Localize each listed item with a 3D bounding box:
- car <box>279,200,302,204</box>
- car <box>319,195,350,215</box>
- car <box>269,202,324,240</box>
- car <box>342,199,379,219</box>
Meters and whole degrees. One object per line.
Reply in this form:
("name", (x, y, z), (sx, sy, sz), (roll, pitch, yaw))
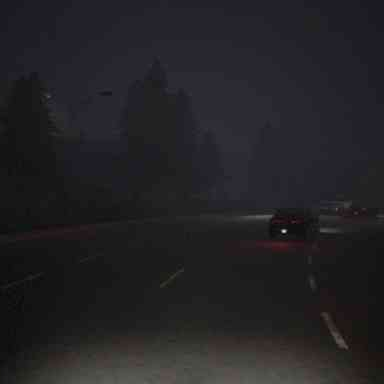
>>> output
("car", (10.682, 1.566, 35.745), (2.128, 1.511, 4.902), (0, 0, 41))
("car", (15.477, 1.329, 35.886), (2.150, 2.045, 5.566), (0, 0, 41))
("car", (5.454, 1.544, 17.529), (1.837, 1.490, 4.892), (0, 0, 29))
("car", (15.669, 1.634, 30.519), (1.812, 1.442, 4.674), (0, 0, 41))
